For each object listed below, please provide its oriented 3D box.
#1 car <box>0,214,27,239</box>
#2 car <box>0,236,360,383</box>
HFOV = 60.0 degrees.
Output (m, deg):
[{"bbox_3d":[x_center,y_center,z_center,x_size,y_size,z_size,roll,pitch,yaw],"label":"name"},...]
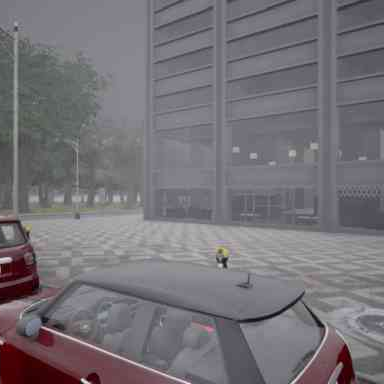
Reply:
[{"bbox_3d":[-5.043,1.315,6.552,5.009,1.841,2.192,0,0,35],"label":"car"},{"bbox_3d":[-0.614,1.440,3.398,4.097,1.590,1.967,0,0,35],"label":"car"}]
